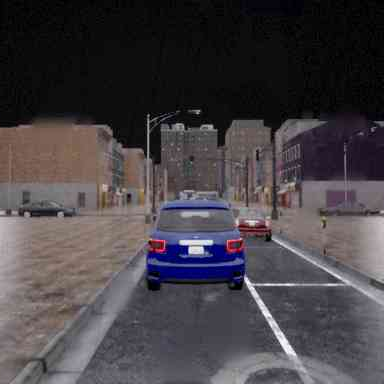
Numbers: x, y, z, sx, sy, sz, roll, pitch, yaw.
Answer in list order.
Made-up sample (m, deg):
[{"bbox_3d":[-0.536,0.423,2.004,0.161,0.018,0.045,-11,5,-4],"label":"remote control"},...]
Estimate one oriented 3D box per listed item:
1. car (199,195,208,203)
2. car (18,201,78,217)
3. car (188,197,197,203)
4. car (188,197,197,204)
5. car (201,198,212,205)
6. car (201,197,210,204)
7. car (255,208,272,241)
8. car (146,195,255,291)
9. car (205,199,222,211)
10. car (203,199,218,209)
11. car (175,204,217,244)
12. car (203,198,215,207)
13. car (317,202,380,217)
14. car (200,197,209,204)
[{"bbox_3d":[2.808,1.747,81.587,2.192,1.841,5.009,1,-1,0],"label":"car"},{"bbox_3d":[-12.469,1.531,28.863,4.892,1.490,1.837,0,-2,2],"label":"car"},{"bbox_3d":[0.154,1.985,84.195,2.128,1.511,4.902,0,-1,0],"label":"car"},{"bbox_3d":[0.137,1.882,74.211,1.812,1.442,4.674,0,-1,0],"label":"car"},{"bbox_3d":[2.773,1.840,65.272,1.947,1.339,4.313,1,-1,0],"label":"car"},{"bbox_3d":[2.784,1.851,70.879,1.752,1.417,4.829,1,-1,0],"label":"car"},{"bbox_3d":[2.691,1.460,16.776,1.967,1.590,4.097,2,0,0],"label":"car"},{"bbox_3d":[0.057,1.229,9.149,2.150,2.045,5.566,0,0,-1],"label":"car"},{"bbox_3d":[2.734,1.679,43.523,1.947,1.339,4.313,1,0,0],"label":"car"},{"bbox_3d":[2.744,1.713,48.960,1.947,1.339,4.313,1,0,0],"label":"car"},{"bbox_3d":[0.126,1.498,17.159,1.882,1.535,5.008,0,0,-1],"label":"car"},{"bbox_3d":[2.755,1.711,54.566,1.752,1.417,4.829,1,0,0],"label":"car"},{"bbox_3d":[14.771,1.618,31.548,5.357,1.411,2.033,0,-2,3],"label":"car"},{"bbox_3d":[2.794,1.904,76.317,1.752,1.417,4.829,1,-1,0],"label":"car"}]
